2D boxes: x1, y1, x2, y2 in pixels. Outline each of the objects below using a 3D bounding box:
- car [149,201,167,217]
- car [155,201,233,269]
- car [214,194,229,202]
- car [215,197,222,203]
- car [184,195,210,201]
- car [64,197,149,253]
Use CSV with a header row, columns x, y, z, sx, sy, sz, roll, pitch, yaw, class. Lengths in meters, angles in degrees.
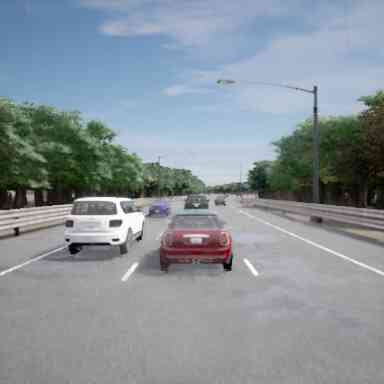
x,y,z,sx,sy,sz,roll,pitch,yaw,class
-3.014,1.567,31.990,1.812,1.442,4.674,0,0,2,car
0.134,1.355,11.264,2.097,1.767,4.553,0,0,0,car
5.101,1.689,60.924,2.128,1.511,4.902,0,0,3,car
6.732,1.966,84.704,1.895,1.301,4.718,0,0,5,car
0.437,1.258,30.273,2.150,2.045,5.566,0,0,1,car
-3.351,1.226,13.744,2.150,2.045,5.566,0,0,0,car
